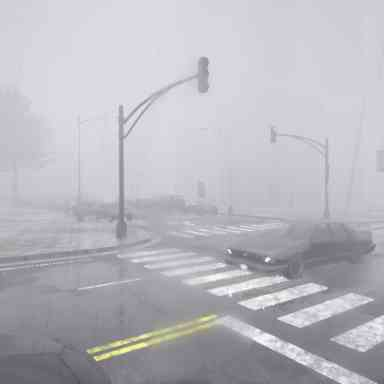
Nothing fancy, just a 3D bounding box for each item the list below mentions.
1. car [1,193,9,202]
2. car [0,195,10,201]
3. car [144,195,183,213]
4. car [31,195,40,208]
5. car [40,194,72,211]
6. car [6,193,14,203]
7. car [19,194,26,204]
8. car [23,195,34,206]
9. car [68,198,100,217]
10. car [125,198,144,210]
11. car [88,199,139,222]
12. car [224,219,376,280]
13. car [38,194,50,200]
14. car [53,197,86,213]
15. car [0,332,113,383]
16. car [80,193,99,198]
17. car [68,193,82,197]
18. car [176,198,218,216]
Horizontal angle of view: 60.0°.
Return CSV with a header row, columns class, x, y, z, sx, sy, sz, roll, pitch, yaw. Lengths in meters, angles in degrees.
class,x,y,z,sx,sy,sz,roll,pitch,yaw
car,-36.180,1.141,66.701,2.192,1.841,5.009,0,0,-36
car,-42.847,1.390,75.797,1.802,1.307,4.206,0,0,-36
car,-2.627,1.196,35.354,2.192,1.841,5.009,0,0,-36
car,-19.507,1.460,43.961,1.802,1.307,4.206,0,0,-36
car,-16.172,1.333,39.412,1.967,1.590,4.097,0,0,-36
car,-32.845,1.380,62.153,1.887,1.381,4.507,0,0,-36
car,-26.176,1.421,53.057,1.947,1.339,4.313,0,0,-36
car,-22.740,1.392,48.371,1.752,1.417,4.829,0,0,-36
car,-9.504,1.492,30.317,1.947,1.339,4.313,0,0,-36
car,-5.961,1.429,39.902,1.947,1.339,4.313,0,0,-36
car,-6.169,1.512,25.768,1.947,1.339,4.313,0,0,-36
car,3.512,1.549,10.154,5.357,1.411,2.033,0,0,-35
car,-36.067,1.288,80.966,1.752,1.417,4.829,0,0,-36
car,-12.838,1.491,34.865,1.802,1.307,4.206,0,0,-36
car,-2.723,1.505,1.487,4.892,1.490,1.837,0,0,-37
car,-15.963,1.365,53.544,1.887,1.381,4.507,0,0,-36
car,-19.297,1.124,58.091,2.192,1.841,5.009,0,0,-36
car,0.708,1.482,30.807,1.802,1.307,4.206,0,0,-36
